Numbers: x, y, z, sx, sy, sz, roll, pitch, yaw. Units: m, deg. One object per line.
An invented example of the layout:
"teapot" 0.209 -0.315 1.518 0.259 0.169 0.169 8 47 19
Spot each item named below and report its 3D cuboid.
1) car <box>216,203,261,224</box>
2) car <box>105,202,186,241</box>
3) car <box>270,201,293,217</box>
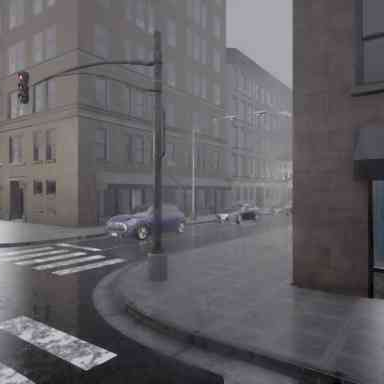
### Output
"car" 3.681 1.629 25.951 2.128 1.511 4.902 0 0 36
"car" -2.335 1.432 17.538 2.097 1.767 4.553 0 0 36
"car" 9.729 1.684 34.450 2.128 1.511 4.902 0 0 35
